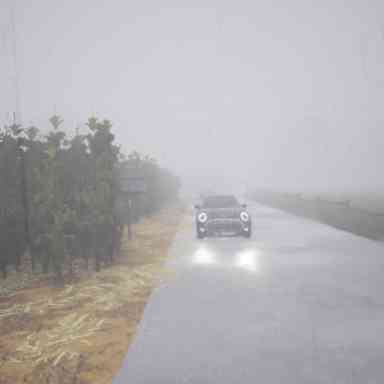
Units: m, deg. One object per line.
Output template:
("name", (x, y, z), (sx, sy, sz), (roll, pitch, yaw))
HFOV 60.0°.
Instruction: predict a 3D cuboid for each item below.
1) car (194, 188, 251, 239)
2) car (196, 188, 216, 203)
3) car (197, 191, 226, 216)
("car", (1.208, 0.886, 14.331), (2.097, 1.767, 4.553), (-1, 1, 1))
("car", (1.571, 0.357, 38.259), (2.128, 1.511, 4.902), (-1, 2, 1))
("car", (1.347, 0.771, 24.629), (1.837, 1.490, 4.892), (-1, 2, 1))
